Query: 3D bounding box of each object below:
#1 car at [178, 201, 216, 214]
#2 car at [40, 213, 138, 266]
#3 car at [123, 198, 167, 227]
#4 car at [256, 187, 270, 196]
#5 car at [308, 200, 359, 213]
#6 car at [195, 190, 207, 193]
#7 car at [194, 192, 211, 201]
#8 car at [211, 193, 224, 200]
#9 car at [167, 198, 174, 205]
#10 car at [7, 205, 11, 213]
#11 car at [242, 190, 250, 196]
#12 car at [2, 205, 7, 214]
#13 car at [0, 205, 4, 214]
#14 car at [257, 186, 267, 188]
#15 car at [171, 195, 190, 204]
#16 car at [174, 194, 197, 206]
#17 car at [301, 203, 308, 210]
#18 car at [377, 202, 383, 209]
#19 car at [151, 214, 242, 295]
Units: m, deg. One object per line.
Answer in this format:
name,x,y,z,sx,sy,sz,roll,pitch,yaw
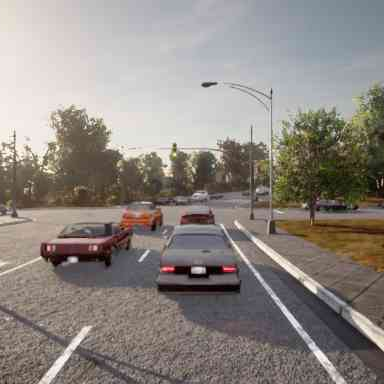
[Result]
car,0.386,1.522,19.910,1.882,1.535,5.008,0,0,2
car,-3.330,1.619,11.604,1.895,1.301,4.718,0,0,1
car,-3.101,1.400,21.370,2.097,1.767,4.553,0,0,2
car,17.868,0.263,83.779,1.895,1.301,4.718,0,3,33
car,16.124,1.645,37.733,4.718,1.301,1.895,-1,0,4
car,1.864,0.732,76.253,2.150,2.045,5.566,0,2,23
car,1.738,1.387,66.951,1.812,1.442,4.674,0,2,21
car,5.684,1.020,76.182,1.895,1.301,4.718,0,3,26
car,-5.151,1.714,57.266,1.895,1.301,4.718,0,1,16
car,-22.424,1.744,36.380,4.902,1.511,2.128,-1,0,2
car,14.327,0.260,84.705,2.128,1.511,4.902,0,3,33
car,-21.555,1.708,32.834,4.902,1.511,2.128,-1,0,4
car,-3.408,1.222,1.357,2.150,2.045,5.566,0,0,-1
car,20.020,-0.765,93.182,2.150,2.045,5.566,0,3,38
car,-2.195,1.470,66.438,2.033,1.411,5.357,0,2,20
car,-1.319,1.635,58.030,2.033,1.411,5.357,0,1,15
car,16.054,1.661,41.243,4.718,1.301,1.895,-1,0,4
car,25.751,1.400,40.650,5.357,1.411,2.033,-2,0,3
car,0.145,1.558,8.904,2.033,1.411,5.357,0,0,0
